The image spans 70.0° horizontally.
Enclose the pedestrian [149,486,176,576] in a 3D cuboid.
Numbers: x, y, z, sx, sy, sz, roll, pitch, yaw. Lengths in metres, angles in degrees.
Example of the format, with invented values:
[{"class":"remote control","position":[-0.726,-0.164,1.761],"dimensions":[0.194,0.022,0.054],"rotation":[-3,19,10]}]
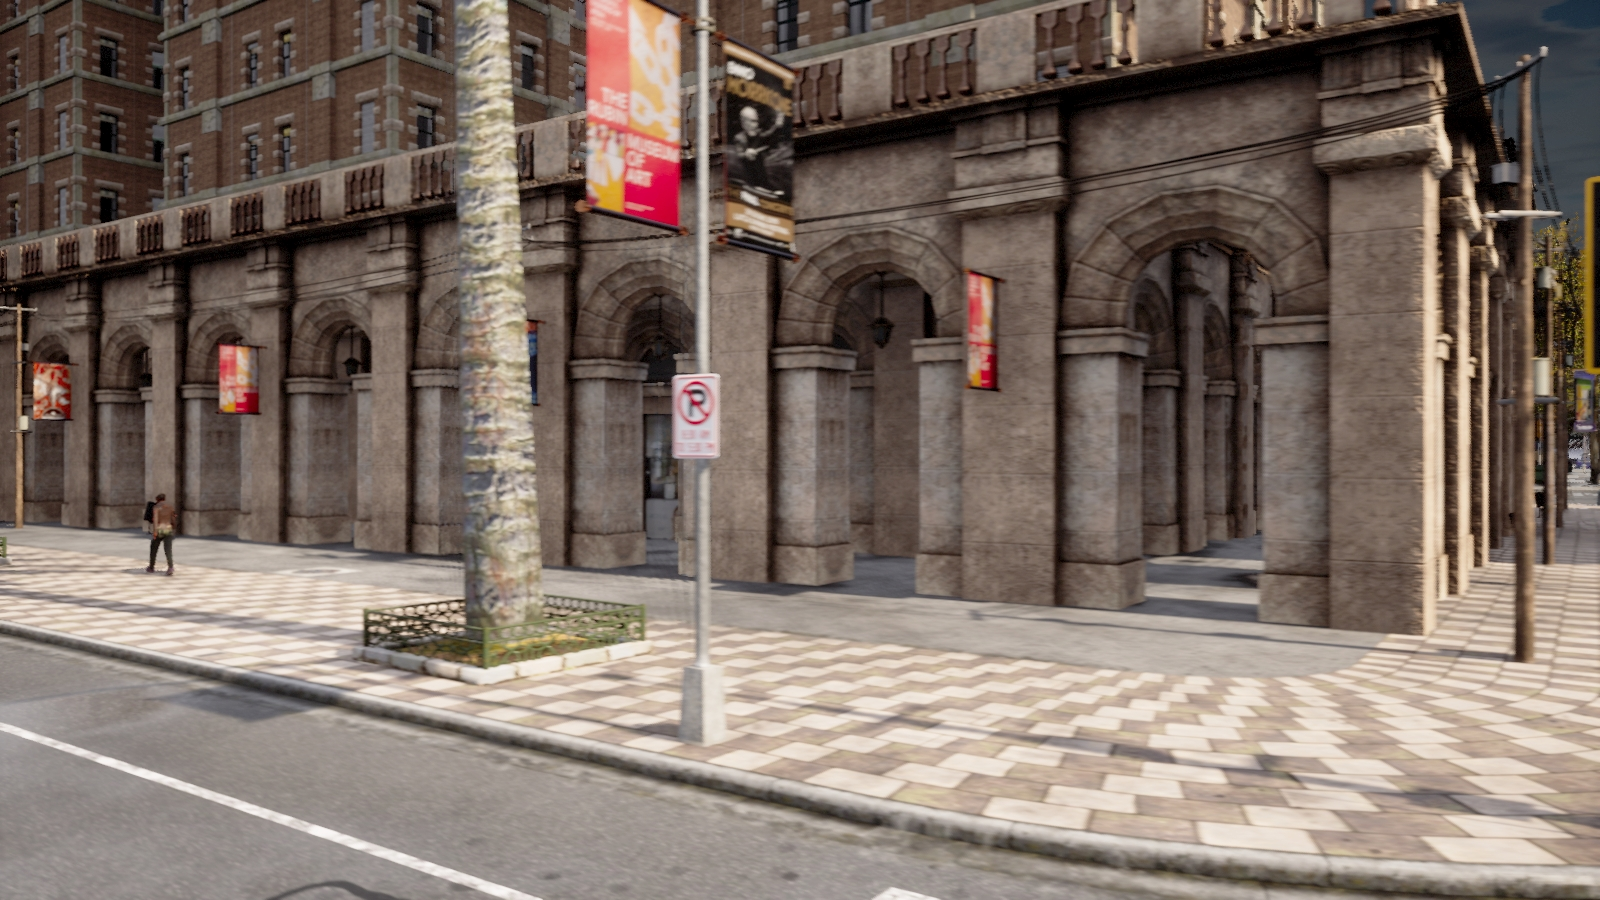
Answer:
[{"class":"pedestrian","position":[-13.444,1.695,24.080],"dimensions":[0.375,1.860,0.375],"rotation":[0,0,36]}]
